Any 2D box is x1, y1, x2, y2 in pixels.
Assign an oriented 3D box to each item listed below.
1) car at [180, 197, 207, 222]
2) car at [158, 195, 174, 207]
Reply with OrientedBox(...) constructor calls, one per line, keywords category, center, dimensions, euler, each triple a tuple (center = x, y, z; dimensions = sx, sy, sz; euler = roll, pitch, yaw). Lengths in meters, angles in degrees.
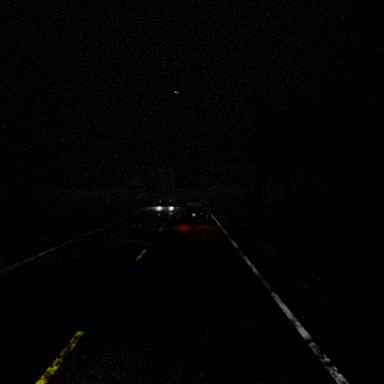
OrientedBox(category="car", center=(0.116, 1.348, 24.678), dimensions=(1.812, 1.442, 4.674), euler=(0, 0, 0))
OrientedBox(category="car", center=(-3.481, 1.143, 45.610), dimensions=(1.882, 1.535, 5.008), euler=(0, 0, 0))
